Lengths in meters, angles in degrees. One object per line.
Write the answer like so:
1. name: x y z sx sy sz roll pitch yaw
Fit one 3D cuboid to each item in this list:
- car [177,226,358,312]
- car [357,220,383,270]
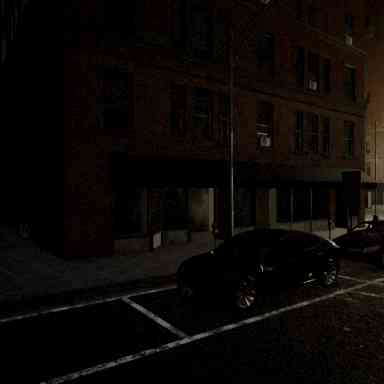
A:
1. car: 1.701 1.566 7.730 4.313 1.339 1.947 0 0 -35
2. car: 6.189 1.582 10.912 4.206 1.307 1.802 0 0 -35
